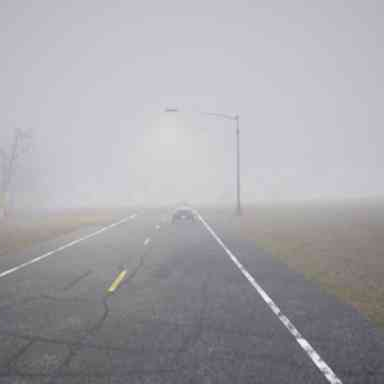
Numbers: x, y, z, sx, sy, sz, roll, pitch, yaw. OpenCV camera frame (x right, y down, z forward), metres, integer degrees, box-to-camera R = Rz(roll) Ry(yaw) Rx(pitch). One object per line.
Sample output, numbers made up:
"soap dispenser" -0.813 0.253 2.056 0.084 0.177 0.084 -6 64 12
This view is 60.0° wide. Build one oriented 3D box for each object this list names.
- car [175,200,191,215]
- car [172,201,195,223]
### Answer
"car" -1.123 1.838 40.219 1.837 1.490 4.892 -1 0 -2
"car" -0.722 1.755 27.919 1.812 1.442 4.674 -1 0 -2
